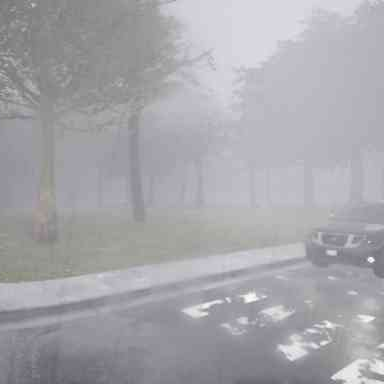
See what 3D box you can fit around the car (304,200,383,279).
[{"bbox_3d":[5.930,1.289,10.635,5.566,2.045,2.150,0,-1,-38],"label":"car"}]
